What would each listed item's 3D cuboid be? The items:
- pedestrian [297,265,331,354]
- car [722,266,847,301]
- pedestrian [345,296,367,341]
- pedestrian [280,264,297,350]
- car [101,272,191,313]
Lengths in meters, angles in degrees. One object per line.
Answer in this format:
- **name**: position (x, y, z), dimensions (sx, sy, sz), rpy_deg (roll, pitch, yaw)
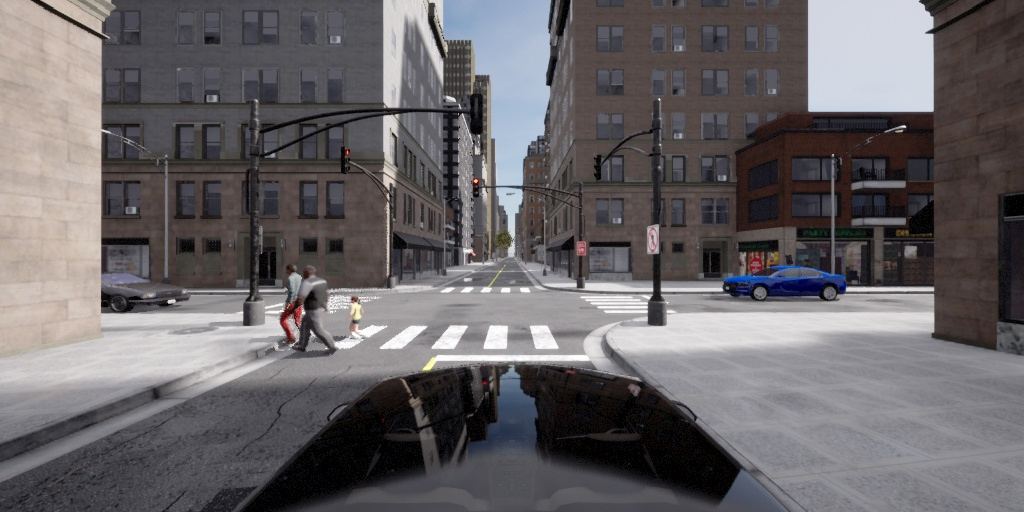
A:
- **pedestrian**: position (-3.980, 1.044, 7.234), dimensions (0.375, 1.860, 0.375), rpy_deg (0, 0, 0)
- **car**: position (12.497, 1.213, 16.648), dimensions (5.008, 1.535, 1.882), rpy_deg (0, 0, 0)
- **pedestrian**: position (-3.656, 1.424, 8.473), dimensions (0.500, 1.100, 0.500), rpy_deg (0, 0, 0)
- **pedestrian**: position (-4.837, 1.044, 7.891), dimensions (0.375, 1.860, 0.375), rpy_deg (0, 0, 0)
- **car**: position (-15.400, 1.309, 13.417), dimensions (5.357, 1.411, 2.033), rpy_deg (0, 0, 0)
